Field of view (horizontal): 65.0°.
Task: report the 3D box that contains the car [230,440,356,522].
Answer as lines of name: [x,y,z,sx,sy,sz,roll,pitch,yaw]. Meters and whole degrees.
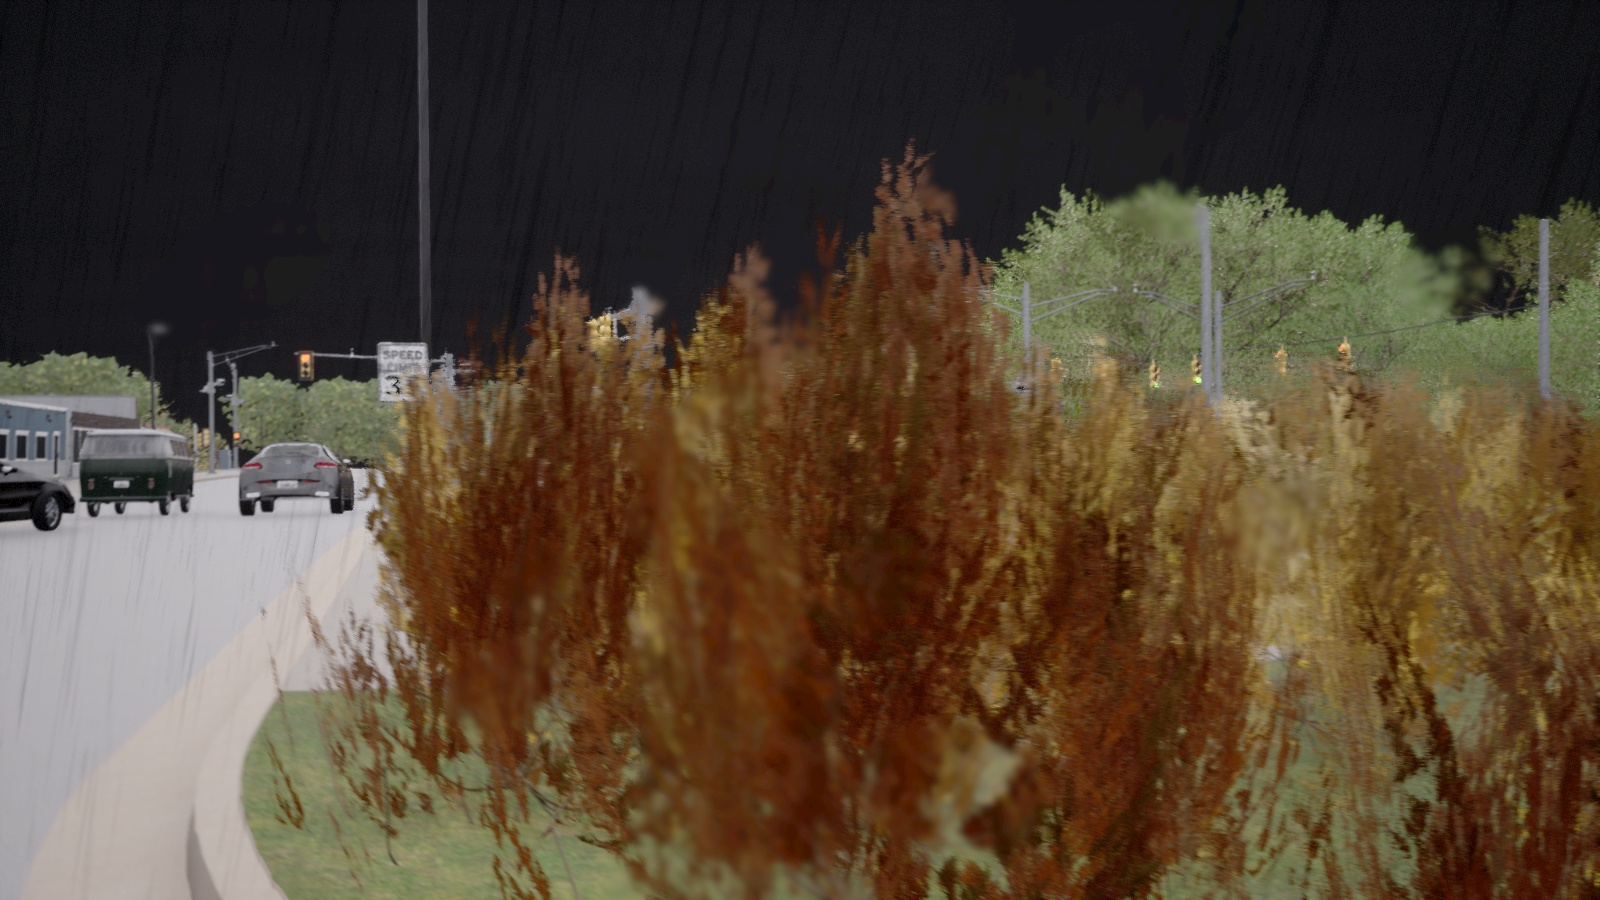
car: [-11.511,0.719,28.870,2.152,1.651,5.027,-2,-1,-16]

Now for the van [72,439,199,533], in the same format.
van: [-15.524,0.842,29.569,1.775,1.987,4.442,-2,-1,-17]

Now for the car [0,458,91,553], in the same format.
car: [-13.681,0.938,20.014,1.816,1.474,4.193,-2,1,11]
